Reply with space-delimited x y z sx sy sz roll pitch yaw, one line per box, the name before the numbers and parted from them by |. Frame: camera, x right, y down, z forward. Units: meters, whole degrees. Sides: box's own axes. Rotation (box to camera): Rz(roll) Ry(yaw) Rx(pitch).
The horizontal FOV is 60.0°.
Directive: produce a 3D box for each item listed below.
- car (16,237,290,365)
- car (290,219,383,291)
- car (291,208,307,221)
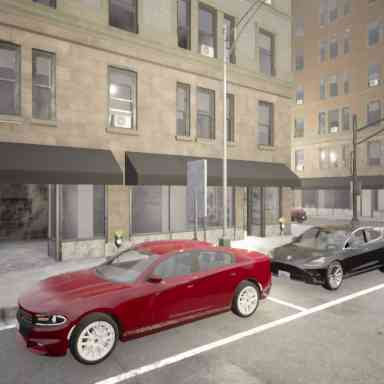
car | -0.544 1.545 5.817 4.507 1.381 1.887 0 0 -36
car | 3.913 1.566 9.058 4.313 1.339 1.947 0 0 -36
car | 6.470 1.546 25.734 1.882 1.535 5.008 0 0 -36
